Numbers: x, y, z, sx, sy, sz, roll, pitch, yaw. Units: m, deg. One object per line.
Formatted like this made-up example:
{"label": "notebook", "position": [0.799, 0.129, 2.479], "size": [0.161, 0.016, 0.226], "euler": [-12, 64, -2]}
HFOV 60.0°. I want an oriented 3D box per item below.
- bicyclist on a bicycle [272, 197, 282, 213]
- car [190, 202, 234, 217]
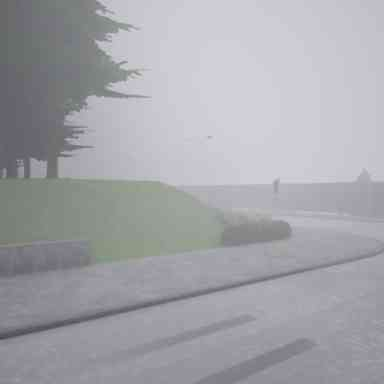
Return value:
{"label": "bicyclist on a bicycle", "position": [9.087, 1.393, 35.565], "size": [1.656, 1.620, 0.582], "euler": [0, 0, -36]}
{"label": "car", "position": [1.864, 1.631, 31.229], "size": [1.895, 1.301, 4.718], "euler": [0, 0, -36]}
